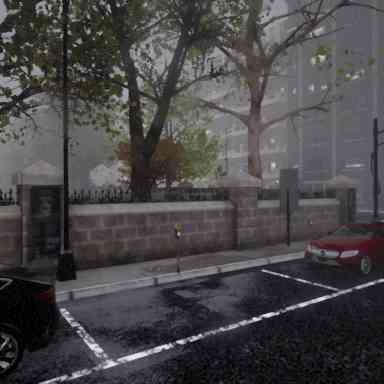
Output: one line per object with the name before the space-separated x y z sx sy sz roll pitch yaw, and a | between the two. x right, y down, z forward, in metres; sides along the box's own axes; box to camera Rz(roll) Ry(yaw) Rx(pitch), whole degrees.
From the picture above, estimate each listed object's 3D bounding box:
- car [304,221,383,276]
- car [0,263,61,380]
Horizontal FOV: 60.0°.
car | 5.251 1.579 10.206 4.206 1.307 1.802 0 0 -35
car | -3.822 1.566 3.864 4.313 1.339 1.947 0 0 -35
